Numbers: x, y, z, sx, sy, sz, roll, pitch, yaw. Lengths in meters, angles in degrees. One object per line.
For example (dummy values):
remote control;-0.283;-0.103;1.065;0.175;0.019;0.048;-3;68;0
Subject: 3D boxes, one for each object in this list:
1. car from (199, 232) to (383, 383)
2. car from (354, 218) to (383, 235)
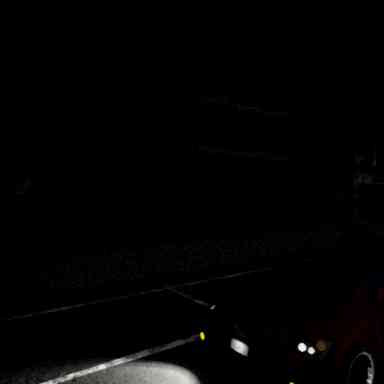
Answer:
car;2.158;1.568;4.917;4.181;1.385;1.994;0;0;-35
car;6.877;1.595;11.657;4.206;1.307;1.802;0;1;-35
